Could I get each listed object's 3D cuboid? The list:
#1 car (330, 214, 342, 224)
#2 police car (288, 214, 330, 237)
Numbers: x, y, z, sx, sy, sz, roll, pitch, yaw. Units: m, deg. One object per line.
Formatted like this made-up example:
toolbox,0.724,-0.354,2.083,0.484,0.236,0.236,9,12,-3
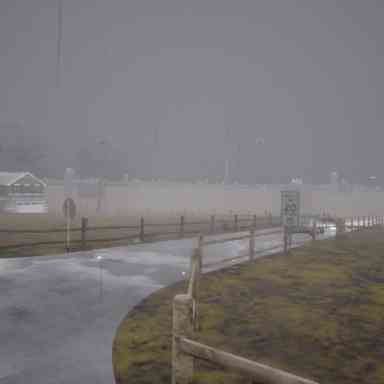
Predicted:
car,19.367,3.747,46.244,1.895,1.301,4.718,1,-2,35
police car,9.447,2.756,27.300,2.038,1.542,4.974,1,-2,35
